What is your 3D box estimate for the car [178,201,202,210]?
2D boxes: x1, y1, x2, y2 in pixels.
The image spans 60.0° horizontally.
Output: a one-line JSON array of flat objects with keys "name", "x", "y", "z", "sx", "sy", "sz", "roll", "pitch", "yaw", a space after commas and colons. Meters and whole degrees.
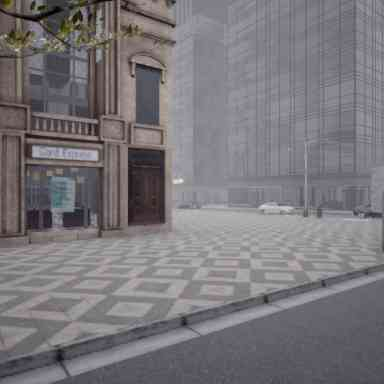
[{"name": "car", "x": -0.372, "y": 2.155, "z": 52.251, "sx": 1.837, "sy": 1.490, "sz": 4.892, "roll": 0, "pitch": -1, "yaw": -36}]

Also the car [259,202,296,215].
[{"name": "car", "x": 9.734, "y": 1.907, "z": 38.262, "sx": 1.812, "sy": 1.442, "sz": 4.674, "roll": 0, "pitch": -1, "yaw": -36}]

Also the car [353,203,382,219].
[{"name": "car", "x": 16.542, "y": 1.695, "z": 28.866, "sx": 2.128, "sy": 1.511, "sz": 4.902, "roll": 0, "pitch": -1, "yaw": -35}]
